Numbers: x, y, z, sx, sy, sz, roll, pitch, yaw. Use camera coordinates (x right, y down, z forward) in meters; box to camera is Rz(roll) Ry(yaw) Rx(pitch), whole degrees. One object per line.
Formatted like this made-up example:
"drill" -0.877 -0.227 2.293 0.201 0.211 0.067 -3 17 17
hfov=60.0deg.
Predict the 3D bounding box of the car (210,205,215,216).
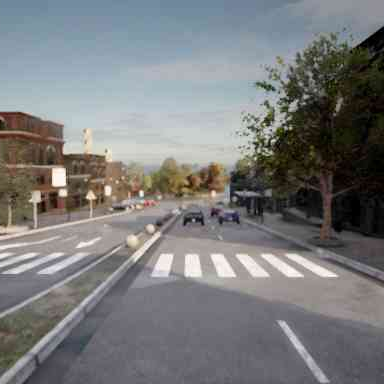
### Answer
"car" 3.471 2.502 45.403 1.882 1.535 5.008 0 -1 1

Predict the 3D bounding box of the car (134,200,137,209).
"car" -13.818 2.774 65.673 4.553 1.767 2.185 0 -2 -20

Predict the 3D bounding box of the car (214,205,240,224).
"car" 3.385 2.236 31.492 1.812 1.442 4.674 0 -1 1

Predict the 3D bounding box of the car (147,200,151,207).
"car" -13.757 3.289 83.958 4.892 1.521 2.231 0 -1 -20

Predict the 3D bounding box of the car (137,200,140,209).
"car" -13.814 2.992 68.712 4.792 1.488 2.163 0 -1 -20

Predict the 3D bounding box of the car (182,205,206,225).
"car" 0.168 2.185 30.363 1.837 1.490 4.892 0 -1 1

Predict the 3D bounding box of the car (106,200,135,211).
"car" -13.770 2.837 62.628 4.892 1.521 2.231 0 -1 -20

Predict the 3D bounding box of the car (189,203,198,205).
"car" 0.216 2.356 44.805 2.097 1.767 4.553 0 -1 1

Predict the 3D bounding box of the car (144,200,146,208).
"car" -13.743 3.032 77.876 4.553 1.767 2.185 0 -1 -20

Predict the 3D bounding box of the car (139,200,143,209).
"car" -13.957 3.025 71.707 5.366 1.575 1.946 0 -1 -20

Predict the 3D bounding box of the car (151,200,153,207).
"car" -13.785 3.102 86.994 5.566 2.045 2.435 0 -1 -20
